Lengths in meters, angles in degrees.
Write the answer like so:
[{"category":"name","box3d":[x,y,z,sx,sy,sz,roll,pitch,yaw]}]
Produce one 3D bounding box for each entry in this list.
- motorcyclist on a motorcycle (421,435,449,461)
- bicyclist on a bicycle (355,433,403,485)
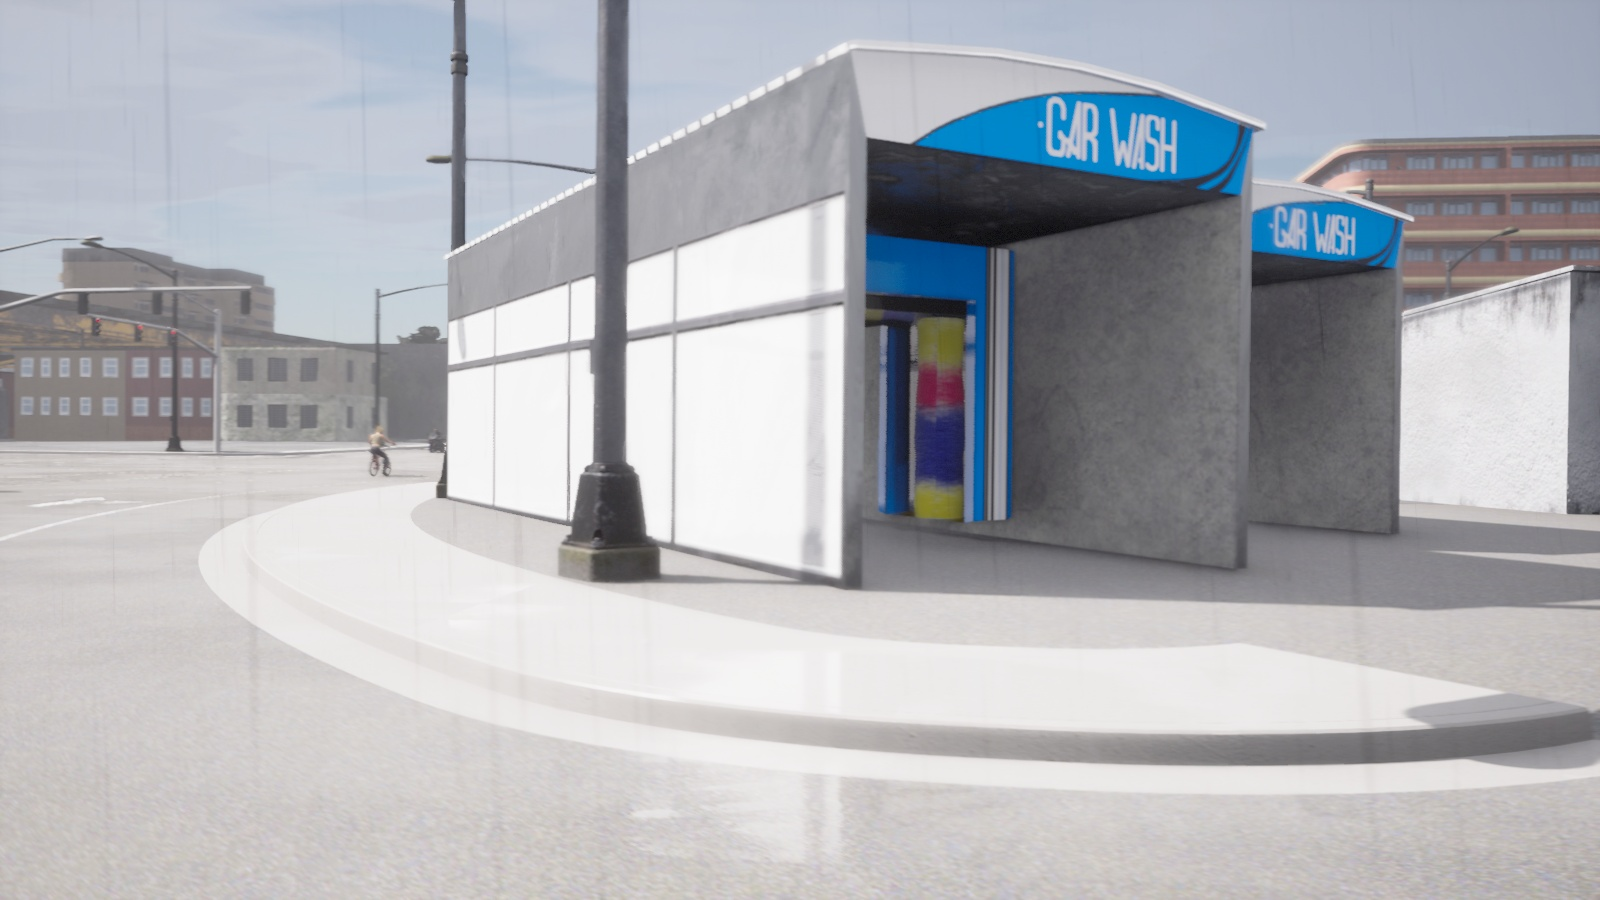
[{"category":"motorcyclist on a motorcycle","box3d":[-22.392,-0.136,77.101,0.866,1.530,2.191,0,1,7]},{"category":"bicyclist on a bicycle","box3d":[-13.403,0.279,40.028,0.866,1.612,1.509,0,1,7]}]
